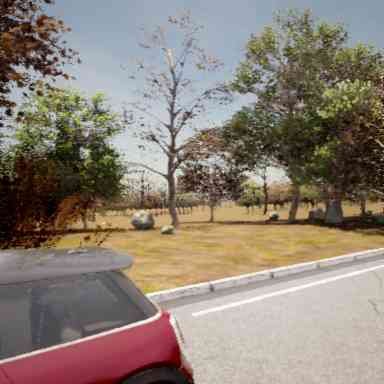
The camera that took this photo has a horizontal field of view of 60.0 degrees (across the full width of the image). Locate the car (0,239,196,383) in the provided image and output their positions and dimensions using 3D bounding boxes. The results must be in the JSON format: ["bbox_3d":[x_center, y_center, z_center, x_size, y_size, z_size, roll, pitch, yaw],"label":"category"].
[{"bbox_3d":[-2.245,1.338,2.422,4.553,1.767,2.097,0,0,-35],"label":"car"}]
